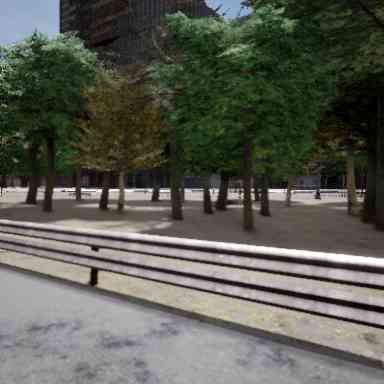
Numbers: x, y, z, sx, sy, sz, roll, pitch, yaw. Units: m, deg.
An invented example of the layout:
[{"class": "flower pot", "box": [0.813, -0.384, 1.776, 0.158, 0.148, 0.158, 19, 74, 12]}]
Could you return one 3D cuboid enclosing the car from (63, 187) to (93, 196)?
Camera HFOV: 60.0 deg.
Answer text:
[{"class": "car", "box": [-18.518, -0.062, 54.303, 4.674, 1.442, 1.812, 0, 1, -4]}]
